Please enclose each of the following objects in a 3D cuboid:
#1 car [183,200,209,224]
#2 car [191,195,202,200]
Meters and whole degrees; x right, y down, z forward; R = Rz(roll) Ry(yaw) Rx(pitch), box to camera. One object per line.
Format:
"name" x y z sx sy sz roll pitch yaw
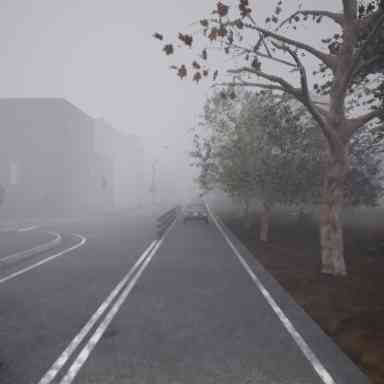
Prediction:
"car" 0.285 1.562 25.023 2.033 1.411 5.357 0 0 1
"car" 0.713 1.523 46.034 1.994 1.385 4.181 0 0 1
